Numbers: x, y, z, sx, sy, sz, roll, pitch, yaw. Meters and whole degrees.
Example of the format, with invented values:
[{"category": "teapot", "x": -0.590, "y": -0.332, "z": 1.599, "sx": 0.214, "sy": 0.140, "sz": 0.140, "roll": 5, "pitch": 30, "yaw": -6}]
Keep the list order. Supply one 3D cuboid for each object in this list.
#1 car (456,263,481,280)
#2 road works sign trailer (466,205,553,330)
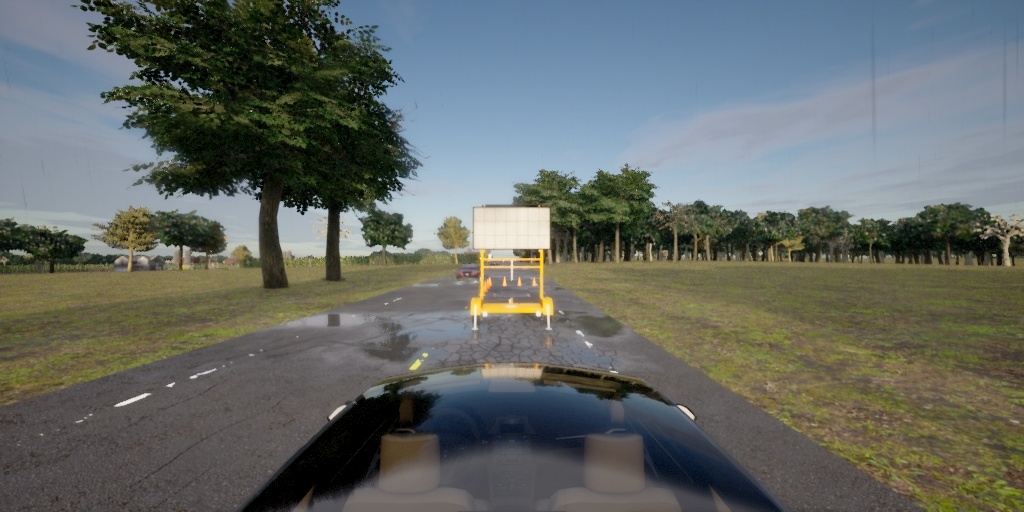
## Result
[{"category": "car", "x": -3.607, "y": 1.325, "z": 30.945, "sx": 1.994, "sy": 1.385, "sz": 4.181, "roll": 0, "pitch": 0, "yaw": 0}, {"category": "road works sign trailer", "x": -0.003, "y": 0.217, "z": 11.126, "sx": 2.380, "sy": 3.560, "sz": 2.880, "roll": 0, "pitch": 0, "yaw": 0}]
